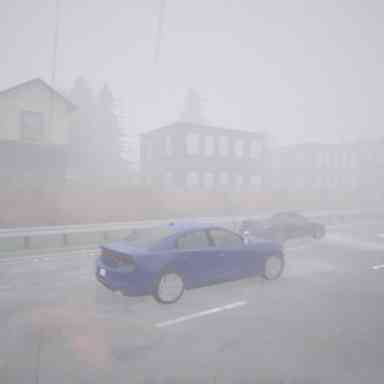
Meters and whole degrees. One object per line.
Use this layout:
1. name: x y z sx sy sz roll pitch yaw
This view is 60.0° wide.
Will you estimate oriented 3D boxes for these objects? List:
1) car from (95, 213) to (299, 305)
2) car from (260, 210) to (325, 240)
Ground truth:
1. car: 0.203 1.483 8.192 5.008 1.535 1.882 0 0 -35
2. car: 4.188 1.538 15.348 4.674 1.442 1.812 0 0 -36
